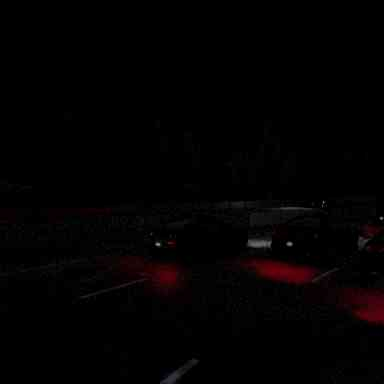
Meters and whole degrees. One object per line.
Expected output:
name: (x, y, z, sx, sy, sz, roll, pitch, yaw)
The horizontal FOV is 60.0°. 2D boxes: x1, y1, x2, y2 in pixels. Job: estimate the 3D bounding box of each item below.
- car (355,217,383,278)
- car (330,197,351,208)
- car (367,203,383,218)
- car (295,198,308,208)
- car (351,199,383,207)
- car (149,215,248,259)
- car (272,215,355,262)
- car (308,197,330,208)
car: (6.617, 1.611, 9.660, 1.882, 1.535, 5.008, 0, -1, 43)
car: (22.957, 1.757, 49.244, 4.892, 1.490, 1.837, 0, 0, -37)
car: (16.092, 1.795, 26.383, 4.674, 1.442, 1.812, 0, 0, -37)
car: (18.973, 1.763, 54.995, 4.902, 1.511, 2.128, 0, 0, -37)
car: (24.809, 1.791, 46.263, 5.357, 1.411, 2.033, -1, 0, -37)
car: (0.381, 1.640, 13.225, 1.812, 1.442, 4.674, 0, -1, 42)
car: (5.047, 1.629, 13.017, 1.882, 1.535, 5.008, 0, -1, 45)
car: (20.807, 1.613, 52.000, 4.553, 1.767, 2.097, -1, 0, -37)
